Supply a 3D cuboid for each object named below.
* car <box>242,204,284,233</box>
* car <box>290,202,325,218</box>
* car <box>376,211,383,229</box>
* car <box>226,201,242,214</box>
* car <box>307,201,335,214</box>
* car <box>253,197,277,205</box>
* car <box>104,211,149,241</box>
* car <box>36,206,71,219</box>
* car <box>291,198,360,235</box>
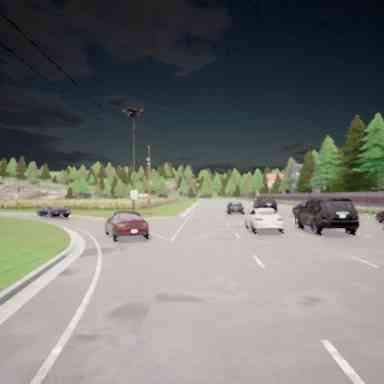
[{"bbox_3d":[4.466,1.722,20.845,1.812,1.442,4.674,0,-1,2],"label":"car"},{"bbox_3d":[12.001,1.843,35.060,2.033,1.411,5.357,0,-1,2],"label":"car"},{"bbox_3d":[11.281,1.638,15.740,2.033,1.411,5.357,0,-1,2],"label":"car"},{"bbox_3d":[5.204,1.898,40.609,2.128,1.511,4.902,0,-1,2],"label":"car"},{"bbox_3d":[15.714,1.893,40.697,1.994,1.385,4.181,0,-1,2],"label":"car"},{"bbox_3d":[8.666,1.591,39.635,2.150,2.045,5.566,0,-1,2],"label":"car"},{"bbox_3d":[-3.616,1.752,18.187,1.812,1.442,4.674,0,-1,-21],"label":"car"},{"bbox_3d":[-14.564,2.090,34.730,4.718,1.301,1.895,-1,-1,45],"label":"car"},{"bbox_3d":[7.934,1.383,19.967,2.150,2.045,5.566,0,-1,2],"label":"car"}]
